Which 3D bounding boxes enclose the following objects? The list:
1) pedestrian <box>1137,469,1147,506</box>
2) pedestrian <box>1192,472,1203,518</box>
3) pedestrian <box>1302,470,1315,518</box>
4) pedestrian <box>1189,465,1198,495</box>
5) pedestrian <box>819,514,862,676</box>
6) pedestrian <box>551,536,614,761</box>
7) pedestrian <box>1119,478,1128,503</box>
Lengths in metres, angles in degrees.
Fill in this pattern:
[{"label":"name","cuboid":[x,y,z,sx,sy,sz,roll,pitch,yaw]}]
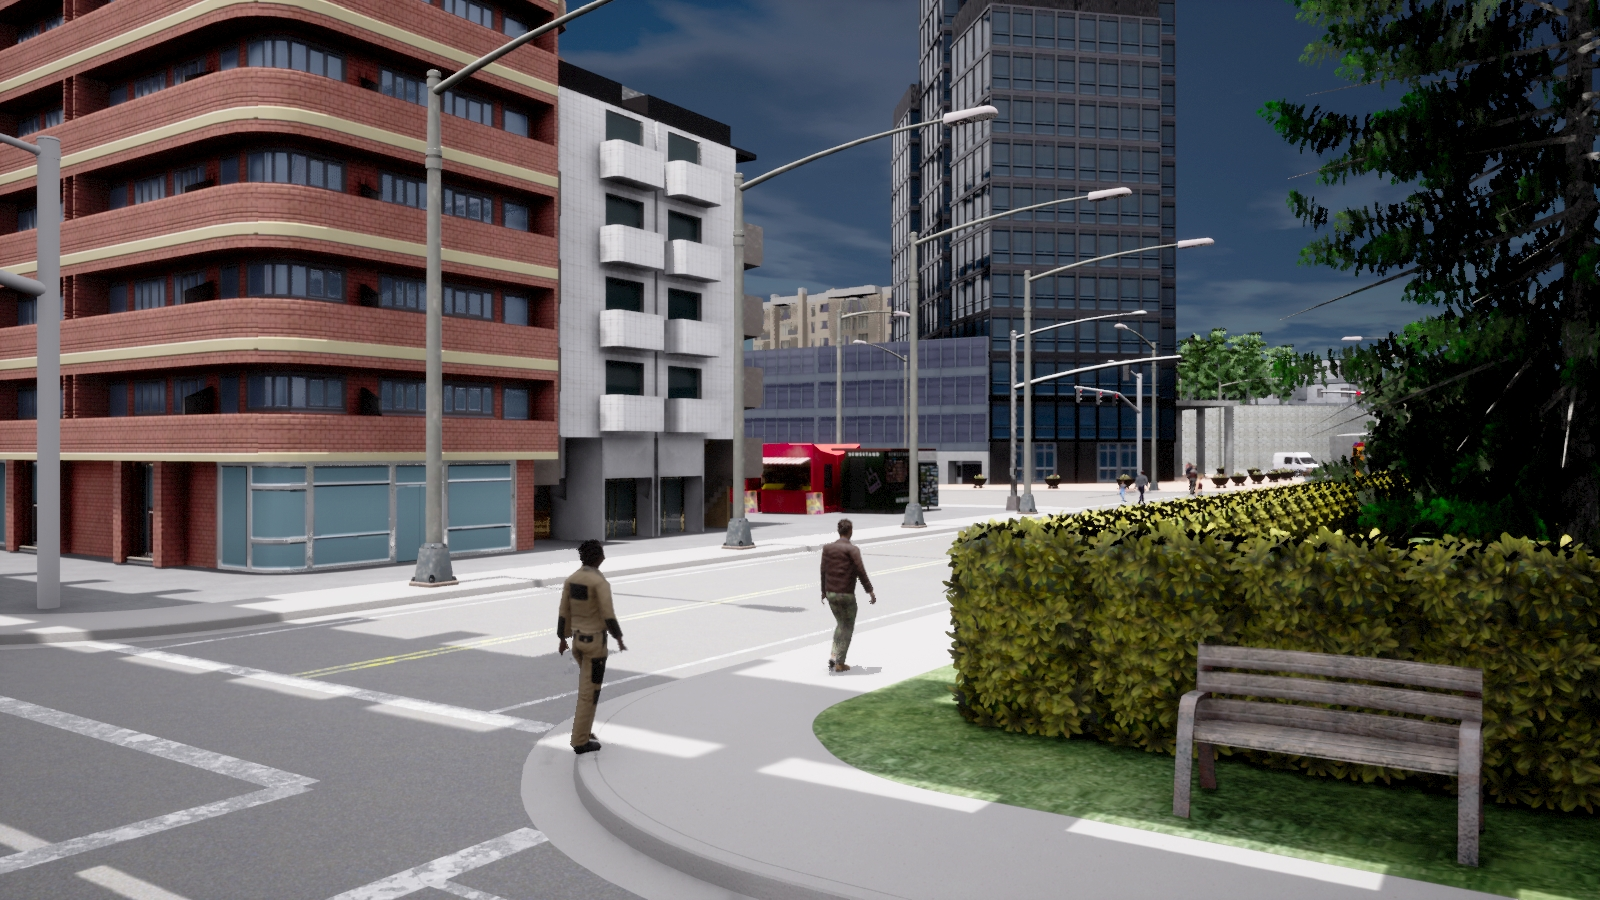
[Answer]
[{"label":"pedestrian","cuboid":[17.397,1.881,58.059,0.375,1.860,0.375,0,0,41]},{"label":"pedestrian","cuboid":[16.381,1.849,47.092,0.375,1.860,0.375,0,0,32]},{"label":"pedestrian","cuboid":[19.891,1.698,44.691,0.375,1.860,0.375,0,0,45]},{"label":"pedestrian","cuboid":[24.603,1.884,71.419,0.375,1.860,0.375,0,0,-28]},{"label":"pedestrian","cuboid":[0.480,1.698,13.520,0.375,1.860,0.375,0,0,33]},{"label":"pedestrian","cuboid":[-1.887,1.697,9.918,0.375,1.860,0.375,0,0,37]},{"label":"pedestrian","cuboid":[17.413,2.172,61.500,0.375,1.300,0.375,0,0,44]}]
